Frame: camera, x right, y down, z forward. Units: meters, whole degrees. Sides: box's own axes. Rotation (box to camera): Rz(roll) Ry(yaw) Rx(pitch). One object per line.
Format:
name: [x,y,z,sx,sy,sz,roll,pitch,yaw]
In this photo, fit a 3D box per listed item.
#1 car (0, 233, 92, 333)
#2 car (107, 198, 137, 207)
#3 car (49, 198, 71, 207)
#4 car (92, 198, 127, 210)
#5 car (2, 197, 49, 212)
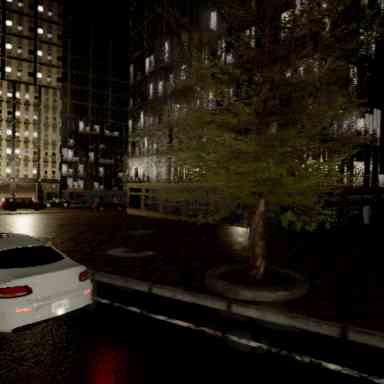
car: [-3.836,1.523,6.298,4.674,1.442,1.812,0,0,35]
car: [-12.518,1.792,59.513,4.829,1.417,1.752,1,1,-34]
car: [-21.735,1.729,53.206,4.403,1.369,2.008,1,1,-34]
car: [-12.608,1.971,49.906,4.507,1.381,1.887,1,1,-34]
car: [-21.959,1.651,43.498,5.009,1.841,2.192,1,1,-34]
